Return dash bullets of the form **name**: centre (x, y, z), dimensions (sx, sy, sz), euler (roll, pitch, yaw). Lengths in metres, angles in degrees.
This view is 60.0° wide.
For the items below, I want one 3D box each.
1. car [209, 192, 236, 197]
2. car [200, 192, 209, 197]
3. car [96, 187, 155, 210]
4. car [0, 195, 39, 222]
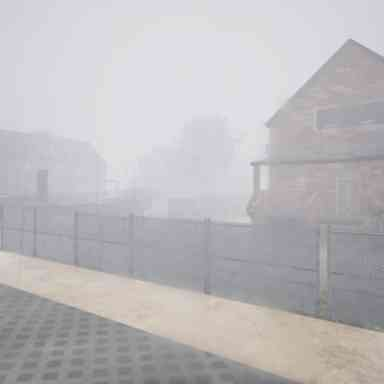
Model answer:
- **car**: centre (4.253, 0.772, 38.166), dimensions (1.895, 1.301, 4.718), euler (1, 2, 36)
- **car**: centre (2.577, 0.663, 40.857), dimensions (1.994, 1.385, 4.181), euler (1, 2, 36)
- **car**: centre (-5.707, 0.651, 29.288), dimensions (2.150, 2.045, 5.566), euler (1, 2, 36)
- **car**: centre (-11.881, 1.037, 20.557), dimensions (2.097, 1.767, 4.553), euler (1, 2, 34)
